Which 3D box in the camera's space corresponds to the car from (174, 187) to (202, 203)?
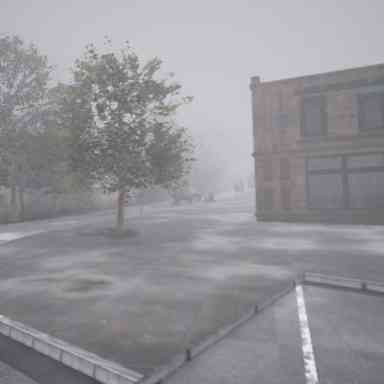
[{"bbox_3d":[-0.531,0.331,43.499,2.150,2.045,5.566,-2,2,21],"label":"car"}]
